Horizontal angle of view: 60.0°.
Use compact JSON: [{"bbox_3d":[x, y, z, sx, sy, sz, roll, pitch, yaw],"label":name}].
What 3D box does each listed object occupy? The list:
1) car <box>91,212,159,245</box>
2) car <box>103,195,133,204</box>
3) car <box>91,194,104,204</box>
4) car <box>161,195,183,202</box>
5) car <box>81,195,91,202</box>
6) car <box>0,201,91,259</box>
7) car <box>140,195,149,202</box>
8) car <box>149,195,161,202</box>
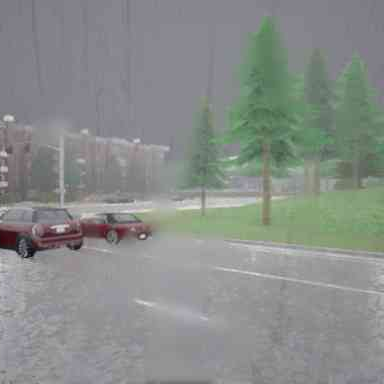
[{"bbox_3d":[-3.879,1.576,15.328,4.718,1.301,1.895,0,0,36],"label":"car"},{"bbox_3d":[-12.703,1.508,58.471,1.895,1.301,4.718,0,0,36],"label":"car"},{"bbox_3d":[-15.466,1.252,60.607,2.097,1.767,4.553,0,0,36],"label":"car"},{"bbox_3d":[-3.834,1.432,71.023,1.812,1.442,4.674,0,0,35],"label":"car"},{"bbox_3d":[-18.499,1.245,62.339,2.097,1.767,4.553,0,0,35],"label":"car"},{"bbox_3d":[-6.259,1.326,12.728,4.553,1.767,2.097,0,0,36],"label":"car"},{"bbox_3d":[-9.624,1.418,74.959,2.128,1.511,4.902,0,0,35],"label":"car"},{"bbox_3d":[-6.557,1.400,73.236,1.837,1.490,4.892,0,0,35],"label":"car"}]
